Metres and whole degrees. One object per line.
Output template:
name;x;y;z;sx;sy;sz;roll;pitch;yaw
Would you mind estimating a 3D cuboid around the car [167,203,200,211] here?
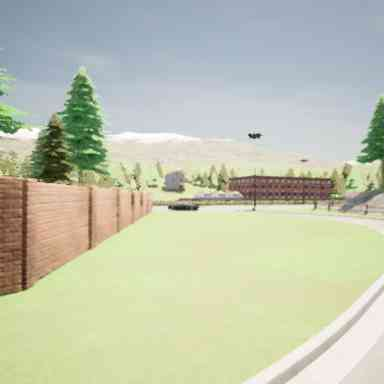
car;-1.286;2.246;50.177;4.718;1.301;1.895;0;-1;15
